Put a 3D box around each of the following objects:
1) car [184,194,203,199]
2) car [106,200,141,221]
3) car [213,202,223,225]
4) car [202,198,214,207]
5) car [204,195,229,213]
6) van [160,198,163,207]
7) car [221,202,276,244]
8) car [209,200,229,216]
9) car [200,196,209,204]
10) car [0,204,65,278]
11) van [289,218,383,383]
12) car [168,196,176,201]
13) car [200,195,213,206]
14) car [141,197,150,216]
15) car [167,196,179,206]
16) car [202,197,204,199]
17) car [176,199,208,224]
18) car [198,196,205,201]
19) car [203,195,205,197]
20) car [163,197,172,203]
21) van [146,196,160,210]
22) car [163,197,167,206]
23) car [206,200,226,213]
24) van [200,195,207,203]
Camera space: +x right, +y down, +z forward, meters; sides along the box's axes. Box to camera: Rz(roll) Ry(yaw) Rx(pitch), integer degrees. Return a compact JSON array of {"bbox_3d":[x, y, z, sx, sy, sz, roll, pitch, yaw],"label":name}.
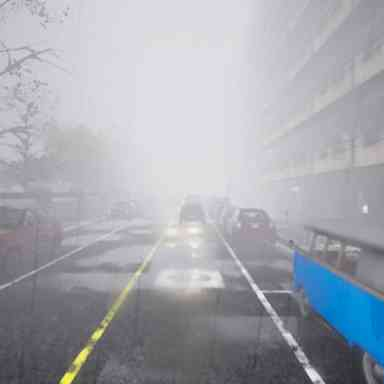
[{"bbox_3d":[0.085,1.353,45.495,2.150,2.045,5.566,0,0,0],"label":"car"},{"bbox_3d":[-5.690,1.513,27.294,1.967,1.590,4.097,0,0,0],"label":"car"},{"bbox_3d":[2.690,1.607,21.664,2.008,1.369,4.403,0,0,0],"label":"car"},{"bbox_3d":[2.687,1.752,55.445,1.802,1.307,4.206,0,0,0],"label":"car"},{"bbox_3d":[2.690,1.405,32.925,2.192,1.841,5.009,0,0,0],"label":"car"},{"bbox_3d":[-5.692,1.489,49.814,1.690,1.788,3.998,0,0,0],"label":"van"},{"bbox_3d":[2.692,1.481,16.034,1.967,1.590,4.097,0,0,0],"label":"car"},{"bbox_3d":[2.690,1.618,27.294,1.887,1.381,4.507,0,0,0],"label":"car"},{"bbox_3d":[2.686,1.682,72.335,1.967,1.590,4.097,0,0,0],"label":"car"},{"bbox_3d":[-5.688,1.341,10.404,2.192,1.841,5.009,0,0,0],"label":"car"},{"bbox_3d":[2.693,1.353,4.774,1.690,1.788,3.998,0,0,0],"label":"van"},{"bbox_3d":[-5.697,1.906,94.857,1.947,1.339,4.313,0,0,0],"label":"car"},{"bbox_3d":[2.687,1.508,61.075,2.192,1.841,5.009,0,0,0],"label":"car"},{"bbox_3d":[-5.690,1.530,32.924,1.967,1.590,4.097,0,0,0],"label":"car"},{"bbox_3d":[-3.053,1.658,58.193,1.882,1.535,5.008,0,0,1],"label":"car"},{"bbox_3d":[2.688,1.672,44.185,1.887,1.381,4.507,0,0,0],"label":"car"},{"bbox_3d":[0.030,1.545,25.457,1.882,1.535,5.008,0,0,1],"label":"car"},{"bbox_3d":[2.684,1.885,94.857,1.887,1.381,4.507,0,0,0],"label":"car"},{"bbox_3d":[2.688,1.588,49.814,1.967,1.590,4.097,0,0,0],"label":"car"},{"bbox_3d":[-5.695,1.791,77.795,1.752,1.417,4.829,0,0,0],"label":"car"},{"bbox_3d":[-5.692,1.469,44.184,1.690,1.788,3.998,0,0,0],"label":"van"},{"bbox_3d":[-5.693,1.721,55.443,2.008,1.369,4.403,0,0,0],"label":"car"},{"bbox_3d":[2.689,1.659,38.555,2.008,1.369,4.403,0,0,0],"label":"car"},{"bbox_3d":[2.686,1.608,77.966,1.690,1.788,3.998,0,0,0],"label":"van"}]
